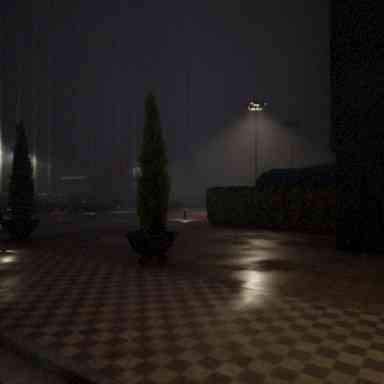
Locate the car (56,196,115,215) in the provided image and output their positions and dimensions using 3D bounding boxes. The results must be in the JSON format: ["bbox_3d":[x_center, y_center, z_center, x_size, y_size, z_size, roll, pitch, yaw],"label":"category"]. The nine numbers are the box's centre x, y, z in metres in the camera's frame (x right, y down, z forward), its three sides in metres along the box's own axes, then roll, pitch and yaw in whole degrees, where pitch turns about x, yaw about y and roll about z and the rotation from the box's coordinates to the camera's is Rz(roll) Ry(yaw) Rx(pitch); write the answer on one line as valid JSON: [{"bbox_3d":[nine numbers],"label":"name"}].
[{"bbox_3d":[-10.597,1.487,33.368,2.128,1.511,4.902,0,0,35],"label":"car"}]

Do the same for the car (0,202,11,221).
[{"bbox_3d":[-14.897,1.543,21.054,2.033,1.411,5.357,0,0,35],"label":"car"}]

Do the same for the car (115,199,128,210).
[{"bbox_3d":[-10.494,1.500,39.990,1.837,1.490,4.892,0,0,35],"label":"car"}]

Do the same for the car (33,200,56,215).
[{"bbox_3d":[-15.825,1.500,32.329,1.837,1.490,4.892,0,0,35],"label":"car"}]

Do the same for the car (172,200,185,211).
[{"bbox_3d":[-2.772,1.488,38.485,2.128,1.511,4.902,0,0,35],"label":"car"}]

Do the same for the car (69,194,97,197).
[{"bbox_3d":[-14.038,1.216,41.032,2.150,2.045,5.566,0,0,35],"label":"car"}]

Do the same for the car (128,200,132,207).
[{"bbox_3d":[-8.046,1.486,49.614,2.128,1.511,4.902,0,0,35],"label":"car"}]
